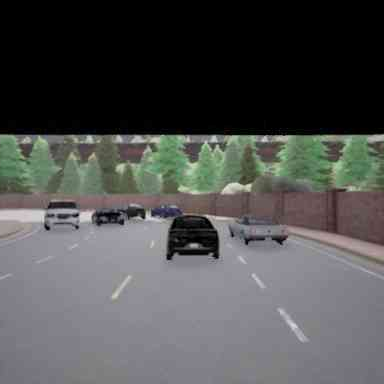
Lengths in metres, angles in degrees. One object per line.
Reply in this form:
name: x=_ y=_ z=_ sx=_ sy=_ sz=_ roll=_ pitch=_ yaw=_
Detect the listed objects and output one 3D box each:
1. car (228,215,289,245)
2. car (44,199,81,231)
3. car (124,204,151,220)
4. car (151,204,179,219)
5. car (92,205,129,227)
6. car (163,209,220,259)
car: x=3.148 y=1.822 z=16.888 sx=1.895 sy=1.301 sz=4.718 roll=0 pitch=-1 yaw=-6
car: x=-9.229 y=1.529 z=23.741 sx=2.150 sy=2.045 sz=5.566 roll=1 pitch=-1 yaw=-22
car: x=-6.161 y=1.932 z=32.905 sx=1.837 sy=1.490 sz=4.892 roll=1 pitch=-1 yaw=-32
car: x=-2.657 y=1.965 z=33.829 sx=1.812 sy=1.442 sz=4.674 roll=1 pitch=-1 yaw=-31
car: x=-6.574 y=1.901 z=25.969 sx=1.994 sy=1.385 sz=4.181 roll=0 pitch=-1 yaw=-25
car: x=-0.077 y=1.654 z=13.453 sx=1.882 sy=1.535 sz=5.008 roll=0 pitch=-1 yaw=-3
